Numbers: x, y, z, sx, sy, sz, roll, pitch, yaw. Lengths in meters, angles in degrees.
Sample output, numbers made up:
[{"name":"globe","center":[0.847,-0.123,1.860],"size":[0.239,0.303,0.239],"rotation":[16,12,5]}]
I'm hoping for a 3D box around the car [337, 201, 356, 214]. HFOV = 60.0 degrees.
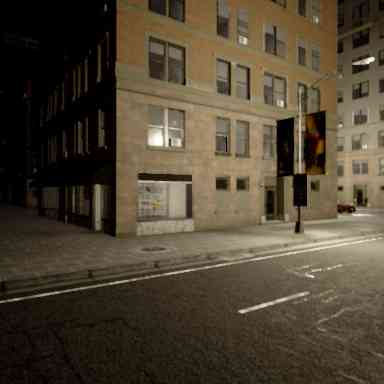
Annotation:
[{"name":"car","center":[14.555,1.519,34.251],"size":[1.994,1.385,4.181],"rotation":[0,0,-35]}]
